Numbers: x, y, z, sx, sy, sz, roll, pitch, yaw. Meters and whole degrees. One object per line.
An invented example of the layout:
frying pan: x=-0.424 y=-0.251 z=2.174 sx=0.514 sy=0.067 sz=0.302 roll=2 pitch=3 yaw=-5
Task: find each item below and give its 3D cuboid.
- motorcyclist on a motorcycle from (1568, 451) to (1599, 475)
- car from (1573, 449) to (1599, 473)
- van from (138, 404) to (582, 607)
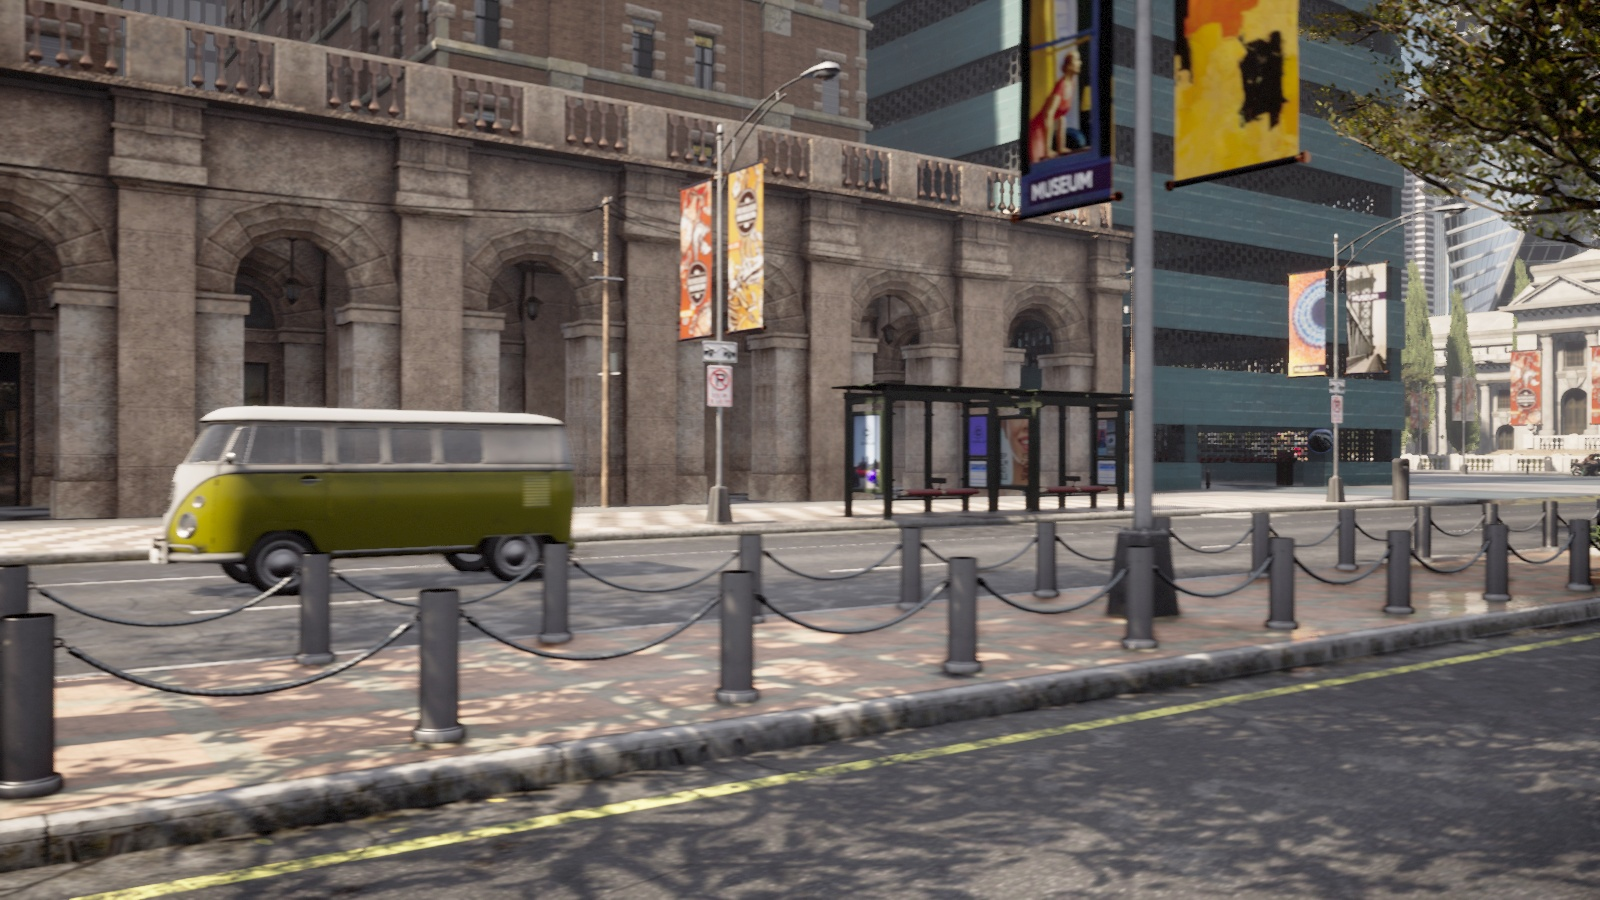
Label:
motorcyclist on a motorcycle: x=51.056 y=0.818 z=81.368 sx=0.797 sy=1.523 sz=2.044 roll=0 pitch=0 yaw=-35
car: x=53.914 y=0.733 z=83.388 sx=1.851 sy=1.617 sz=3.988 roll=0 pitch=0 yaw=-35
van: x=-4.904 y=0.543 z=14.258 sx=4.442 sy=1.987 sz=1.775 roll=0 pitch=0 yaw=-35
